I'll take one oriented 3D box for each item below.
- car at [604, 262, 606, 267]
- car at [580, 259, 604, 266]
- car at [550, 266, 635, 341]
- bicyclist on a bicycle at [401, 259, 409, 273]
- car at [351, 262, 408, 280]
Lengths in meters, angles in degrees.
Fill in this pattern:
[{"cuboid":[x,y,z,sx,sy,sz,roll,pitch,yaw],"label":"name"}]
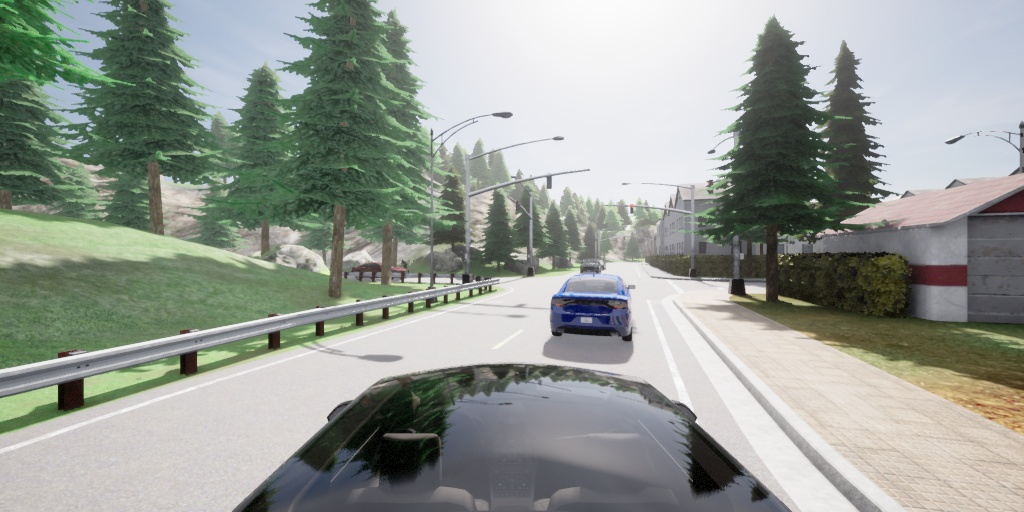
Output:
[{"cuboid":[12.772,1.297,52.735,2.033,1.411,5.357,0,0,19],"label":"car"},{"cuboid":[9.438,1.102,42.821,2.097,1.767,4.553,0,0,19],"label":"car"},{"cuboid":[2.372,1.228,10.062,1.882,1.535,5.008,0,0,18],"label":"car"},{"cuboid":[-11.447,1.167,38.035,0.582,1.620,1.656,-2,5,18],"label":"bicyclist on a bicycle"},{"cuboid":[-11.251,1.243,30.552,5.008,1.535,1.882,0,0,18],"label":"car"}]
